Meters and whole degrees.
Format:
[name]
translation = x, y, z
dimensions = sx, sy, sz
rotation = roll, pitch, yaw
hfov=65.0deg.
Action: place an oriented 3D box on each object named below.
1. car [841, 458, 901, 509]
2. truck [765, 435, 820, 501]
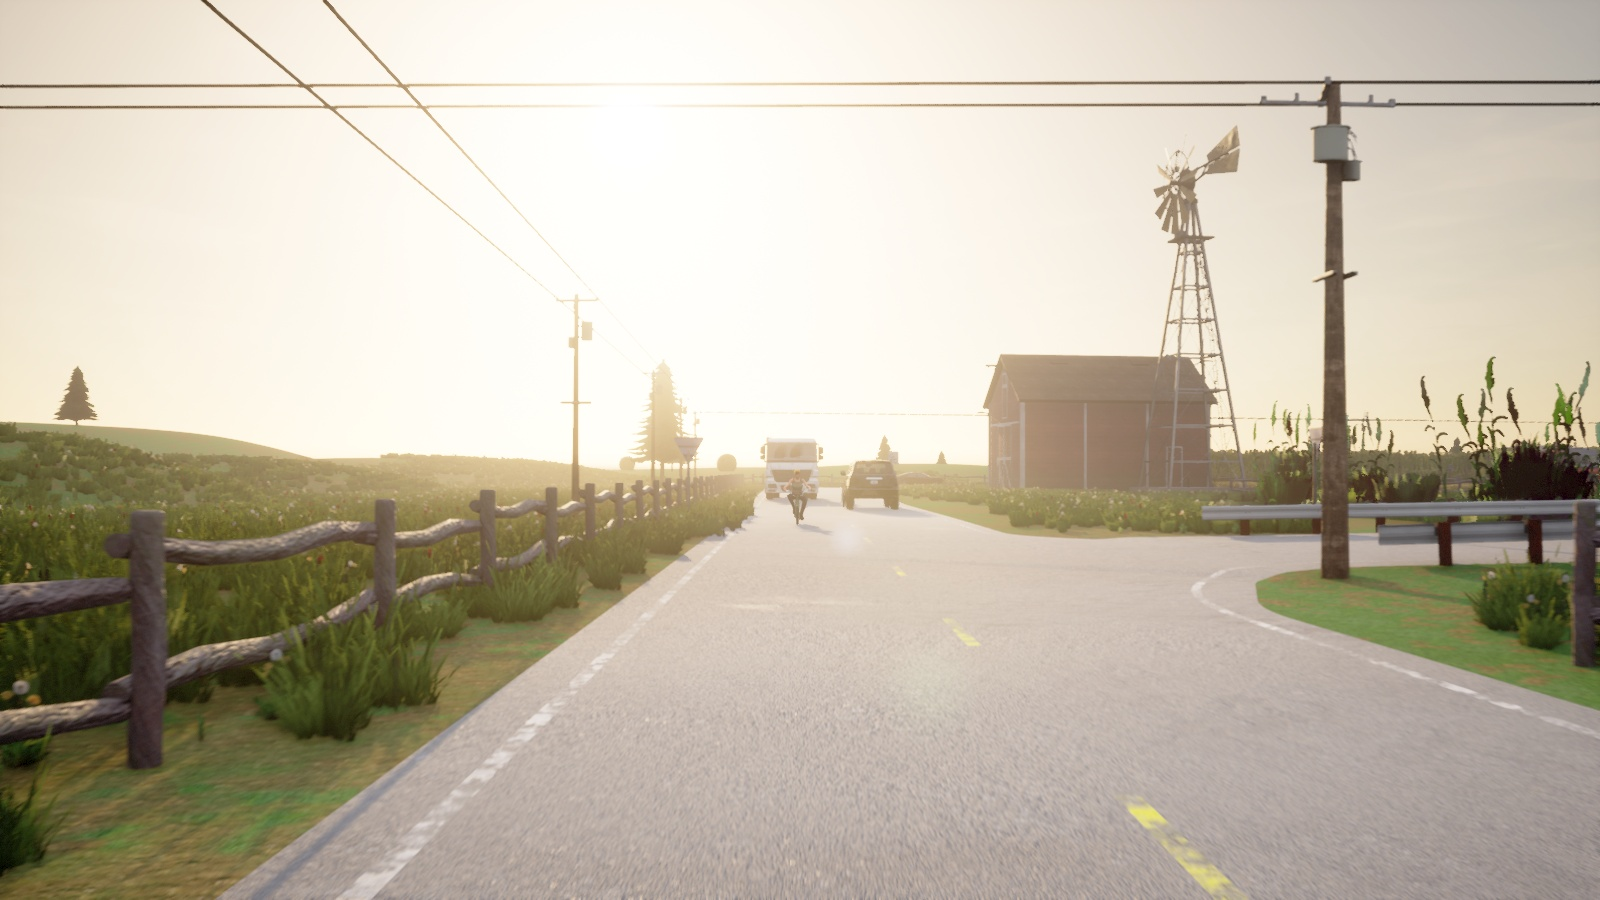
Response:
[car]
translation = 2.961, 1.414, 53.331
dimensions = 2.150, 2.045, 5.566
rotation = 0, -1, -1
[truck]
translation = -0.461, 1.016, 70.619
dimensions = 2.891, 3.462, 7.936
rotation = 0, -1, -1
